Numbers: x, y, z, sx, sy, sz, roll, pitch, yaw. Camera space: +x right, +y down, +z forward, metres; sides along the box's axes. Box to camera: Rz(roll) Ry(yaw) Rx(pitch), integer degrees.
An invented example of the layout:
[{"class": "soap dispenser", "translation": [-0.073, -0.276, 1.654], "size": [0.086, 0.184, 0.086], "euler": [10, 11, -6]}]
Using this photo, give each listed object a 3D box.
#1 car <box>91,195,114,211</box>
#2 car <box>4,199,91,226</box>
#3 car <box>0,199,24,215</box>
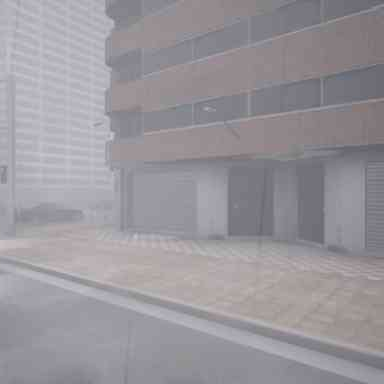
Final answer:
[{"class": "car", "translation": [-10.451, 1.505, 40.889], "size": [1.837, 1.490, 4.892], "euler": [0, 0, 37]}, {"class": "car", "translation": [-10.091, 1.477, 23.624], "size": [1.882, 1.535, 5.008], "euler": [0, 0, 37]}, {"class": "car", "translation": [-16.698, 1.505, 32.633], "size": [1.837, 1.490, 4.892], "euler": [0, 0, 37]}]
